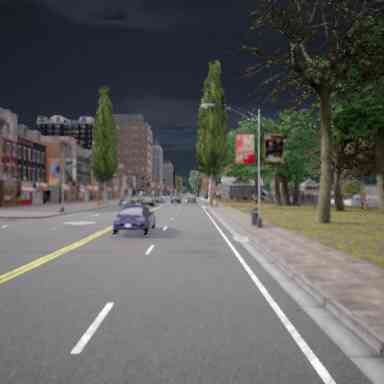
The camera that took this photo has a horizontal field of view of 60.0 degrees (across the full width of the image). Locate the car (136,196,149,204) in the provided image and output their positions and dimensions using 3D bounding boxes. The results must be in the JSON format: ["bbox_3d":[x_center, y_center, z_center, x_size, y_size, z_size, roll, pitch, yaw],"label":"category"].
[{"bbox_3d":[-9.780,1.547,66.481,1.837,1.490,4.892,0,0,0],"label":"car"}]

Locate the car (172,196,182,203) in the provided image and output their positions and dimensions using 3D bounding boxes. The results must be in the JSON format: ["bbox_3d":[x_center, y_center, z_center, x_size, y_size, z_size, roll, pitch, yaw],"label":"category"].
[{"bbox_3d":[-3.277,1.608,75.407,2.033,1.411,5.357,0,0,0],"label":"car"}]

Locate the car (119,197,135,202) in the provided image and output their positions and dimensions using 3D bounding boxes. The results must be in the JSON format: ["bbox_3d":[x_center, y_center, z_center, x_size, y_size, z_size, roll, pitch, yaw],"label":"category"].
[{"bbox_3d":[-9.831,1.495,50.628,2.128,1.511,4.902,0,0,0],"label":"car"}]

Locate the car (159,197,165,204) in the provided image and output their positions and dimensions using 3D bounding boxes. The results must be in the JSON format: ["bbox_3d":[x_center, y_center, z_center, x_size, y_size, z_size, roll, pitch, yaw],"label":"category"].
[{"bbox_3d":[-6.536,1.606,65.862,1.994,1.385,4.181,0,0,0],"label":"car"}]

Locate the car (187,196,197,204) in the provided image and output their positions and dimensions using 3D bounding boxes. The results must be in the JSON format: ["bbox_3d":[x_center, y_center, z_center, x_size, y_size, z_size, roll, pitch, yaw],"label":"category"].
[{"bbox_3d":[-0.024,1.542,66.200,2.128,1.511,4.902,0,0,0],"label":"car"}]

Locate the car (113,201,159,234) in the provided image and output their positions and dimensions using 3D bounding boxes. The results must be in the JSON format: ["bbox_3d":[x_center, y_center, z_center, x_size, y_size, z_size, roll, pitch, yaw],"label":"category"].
[{"bbox_3d":[-3.146,1.471,18.629,1.812,1.442,4.674,1,0,0],"label":"car"}]

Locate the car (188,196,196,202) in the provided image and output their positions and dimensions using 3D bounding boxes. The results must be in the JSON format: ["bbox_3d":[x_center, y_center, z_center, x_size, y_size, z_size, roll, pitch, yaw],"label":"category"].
[{"bbox_3d":[-0.027,1.664,75.437,1.895,1.301,4.718,0,0,0],"label":"car"}]

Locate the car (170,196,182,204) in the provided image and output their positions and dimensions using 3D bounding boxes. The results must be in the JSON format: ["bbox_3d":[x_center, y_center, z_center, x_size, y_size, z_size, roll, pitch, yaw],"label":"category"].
[{"bbox_3d":[-3.274,1.573,65.892,1.812,1.442,4.674,0,0,0],"label":"car"}]

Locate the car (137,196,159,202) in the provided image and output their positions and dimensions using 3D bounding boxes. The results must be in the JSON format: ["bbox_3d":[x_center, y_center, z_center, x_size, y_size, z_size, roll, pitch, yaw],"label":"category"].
[{"bbox_3d":[-6.582,1.480,50.359,1.882,1.535,5.008,0,0,0],"label":"car"}]
